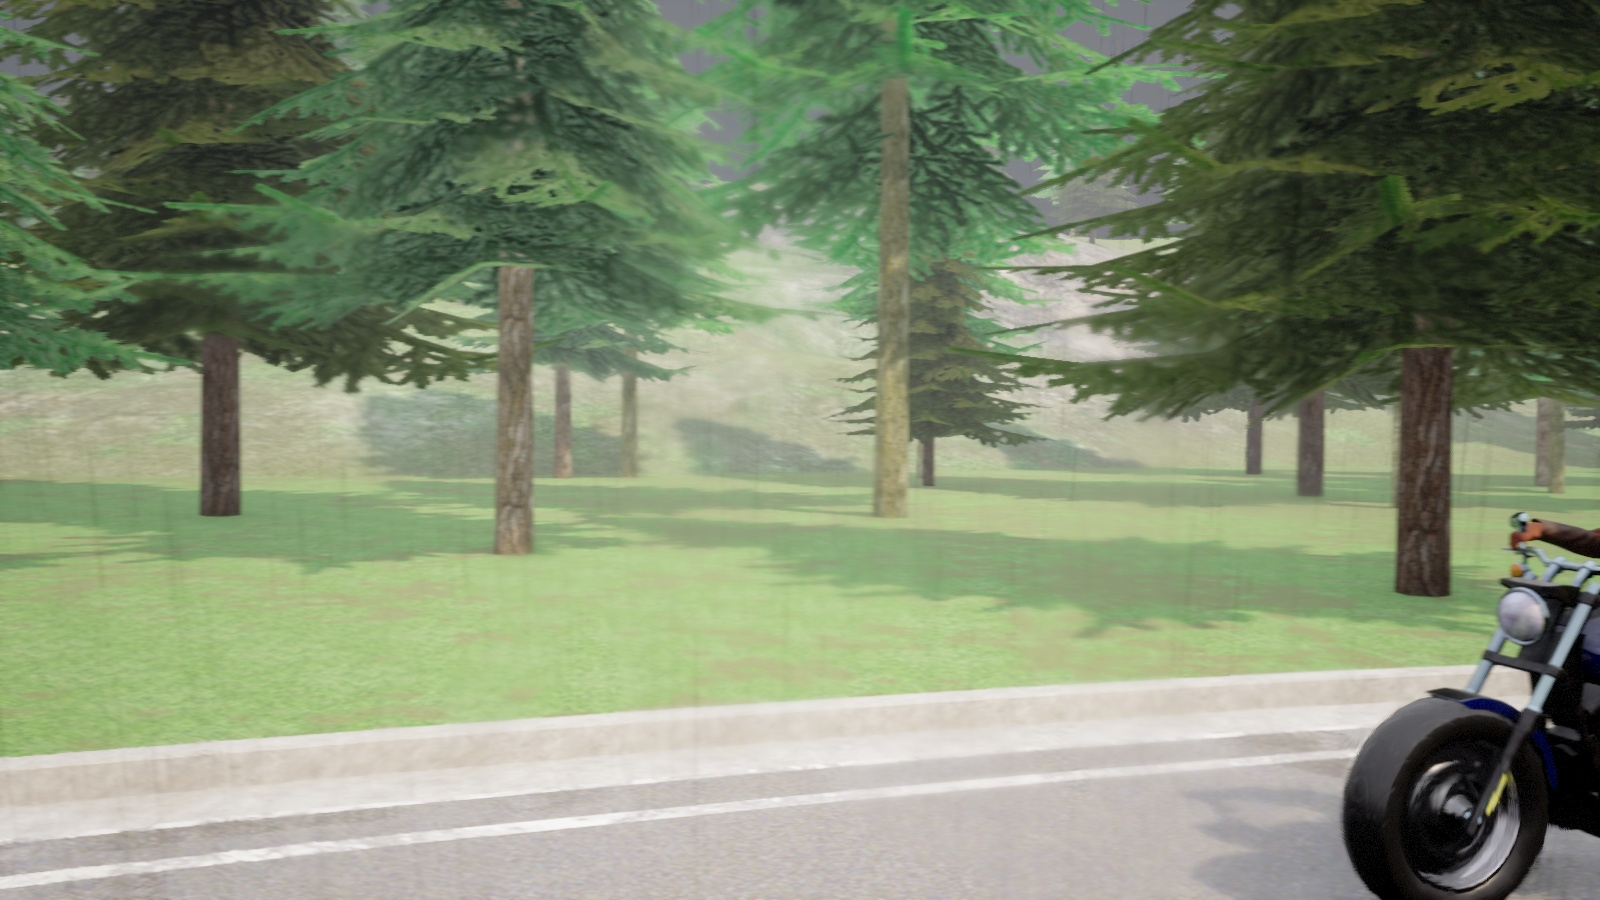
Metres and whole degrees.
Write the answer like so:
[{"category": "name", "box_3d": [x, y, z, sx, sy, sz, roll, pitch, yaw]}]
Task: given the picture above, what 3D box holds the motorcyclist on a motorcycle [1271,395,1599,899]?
[{"category": "motorcyclist on a motorcycle", "box_3d": [2.840, 0.646, 4.232, 2.350, 1.649, 0.766, -1, 2, -16]}]
